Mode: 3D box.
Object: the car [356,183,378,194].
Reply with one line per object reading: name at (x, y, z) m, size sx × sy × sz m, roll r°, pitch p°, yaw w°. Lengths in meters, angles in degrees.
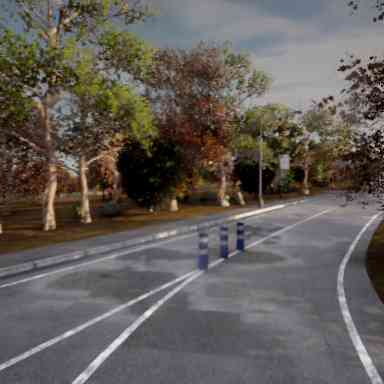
car at (22.601, -0.554, 42.941) m, size 2.033 × 1.411 × 5.357 m, roll -1°, pitch 3°, yaw 41°
